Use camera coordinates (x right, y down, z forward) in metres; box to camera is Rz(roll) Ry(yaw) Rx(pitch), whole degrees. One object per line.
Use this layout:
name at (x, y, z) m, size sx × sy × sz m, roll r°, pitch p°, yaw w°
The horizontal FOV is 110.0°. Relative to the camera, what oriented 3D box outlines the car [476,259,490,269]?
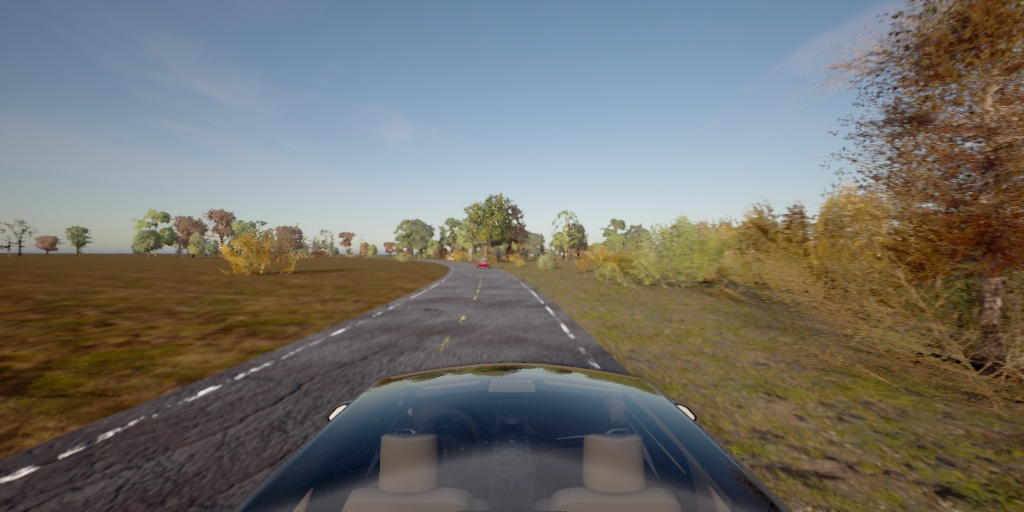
car at (-4.527, 1.127, 55.952) m, size 2.163 × 1.488 × 4.792 m, roll 0°, pitch 0°, yaw -9°
